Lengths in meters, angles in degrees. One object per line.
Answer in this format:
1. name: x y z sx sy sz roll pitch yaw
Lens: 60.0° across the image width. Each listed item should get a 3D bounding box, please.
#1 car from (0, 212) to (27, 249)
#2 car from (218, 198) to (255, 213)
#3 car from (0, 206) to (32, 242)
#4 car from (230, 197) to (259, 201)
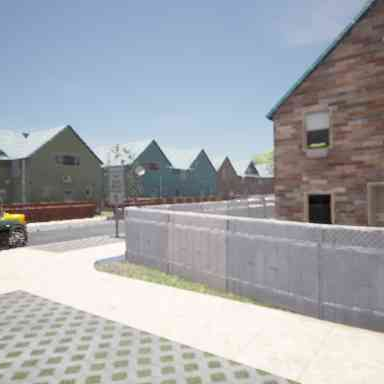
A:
1. car: -7.830 1.274 11.389 2.097 1.767 4.553 -1 0 10
2. car: 4.678 1.358 34.234 1.994 1.385 4.181 -2 -1 36
3. car: -9.852 1.464 14.341 1.882 1.535 5.008 -2 0 36
4. car: 5.429 1.250 30.276 1.837 1.490 4.892 -2 -1 36
